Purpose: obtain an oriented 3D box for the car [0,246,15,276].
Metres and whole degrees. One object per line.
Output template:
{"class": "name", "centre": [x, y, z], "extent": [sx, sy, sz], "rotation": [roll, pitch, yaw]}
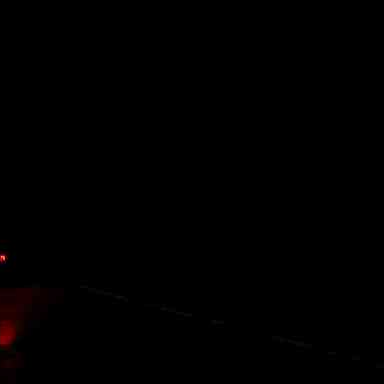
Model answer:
{"class": "car", "centre": [-6.714, 1.611, 8.740], "extent": [4.718, 1.301, 1.895], "rotation": [0, 0, 36]}
